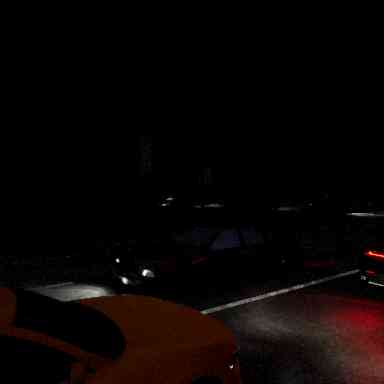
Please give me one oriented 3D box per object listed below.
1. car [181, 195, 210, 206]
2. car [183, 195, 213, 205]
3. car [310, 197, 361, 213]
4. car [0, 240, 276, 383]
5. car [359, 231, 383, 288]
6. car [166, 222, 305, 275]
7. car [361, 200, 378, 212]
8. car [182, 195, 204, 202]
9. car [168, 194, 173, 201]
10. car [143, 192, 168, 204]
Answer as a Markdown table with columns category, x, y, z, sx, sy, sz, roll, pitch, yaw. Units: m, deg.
| category | x | y | z | sx | sy | sz | roll | pitch | yaw |
| --- | --- | --- | --- | --- | --- | --- | --- | --- | --- |
| car | 0.300 | 1.301 | 49.851 | 1.837 | 1.490 | 4.892 | -1 | 0 | -39 |
| car | 0.930 | 1.258 | 54.664 | 2.128 | 1.511 | 4.902 | -1 | 0 | -39 |
| car | 13.698 | 1.352 | 32.492 | 1.994 | 1.385 | 4.181 | -1 | 0 | -33 |
| car | -1.813 | 1.478 | 2.437 | 5.008 | 1.535 | 1.882 | 0 | 0 | -36 |
| car | 5.900 | 1.468 | 7.959 | 4.892 | 1.490 | 1.837 | 0 | 0 | -35 |
| car | 0.702 | 1.533 | 8.796 | 5.357 | 1.411 | 2.033 | 0 | 0 | -36 |
| car | 16.823 | 1.230 | 35.113 | 1.882 | 1.535 | 5.008 | -1 | 0 | -41 |
| car | 0.236 | 1.309 | 67.018 | 1.895 | 1.301 | 4.718 | -1 | 0 | -39 |
| car | -6.103 | 1.239 | 74.804 | 2.128 | 1.511 | 4.902 | -1 | 0 | -38 |
| car | -7.115 | 1.022 | 59.150 | 2.150 | 2.045 | 5.566 | -1 | 0 | -38 |
